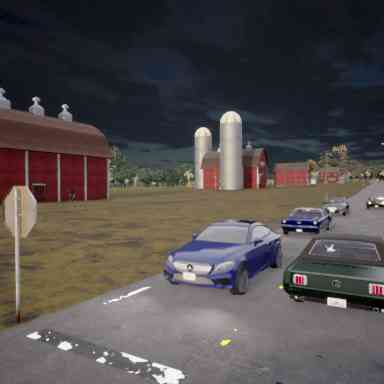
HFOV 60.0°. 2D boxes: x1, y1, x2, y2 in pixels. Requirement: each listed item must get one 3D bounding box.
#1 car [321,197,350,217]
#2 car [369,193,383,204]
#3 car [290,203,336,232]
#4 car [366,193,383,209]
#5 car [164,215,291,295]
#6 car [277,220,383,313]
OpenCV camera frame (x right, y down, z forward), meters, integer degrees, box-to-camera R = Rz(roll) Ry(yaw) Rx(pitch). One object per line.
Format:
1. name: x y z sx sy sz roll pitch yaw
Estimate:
1. car: 12.098 1.169 27.976 2.128 1.511 4.902 0 1 30
2. car: 24.144 0.815 43.129 1.895 1.301 4.718 0 1 30
3. car: 6.257 1.510 17.901 1.895 1.301 4.718 0 1 30
4. car: 19.200 1.056 34.471 1.895 1.301 4.718 0 1 30
5. car: 1.111 1.516 9.007 1.812 1.442 4.674 0 0 30
6. car: 3.587 1.592 7.595 1.895 1.301 4.718 0 0 30
